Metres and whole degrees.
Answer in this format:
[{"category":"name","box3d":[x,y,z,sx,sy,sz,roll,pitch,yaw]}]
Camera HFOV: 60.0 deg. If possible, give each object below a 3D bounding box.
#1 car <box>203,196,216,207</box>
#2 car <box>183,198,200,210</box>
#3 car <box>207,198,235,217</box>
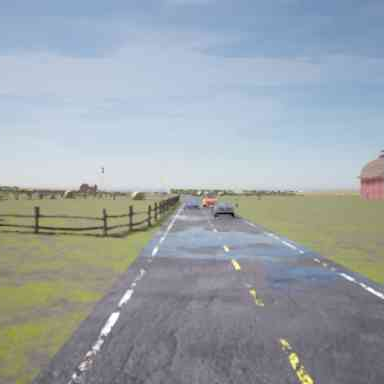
[{"category":"car","box3d":[2.701,1.310,48.731,2.097,1.767,4.553,0,0,0]},{"category":"car","box3d":[-0.051,1.485,41.940,1.812,1.442,4.674,0,0,0]},{"category":"car","box3d":[2.794,1.527,30.518,2.033,1.411,5.357,0,0,0]}]
